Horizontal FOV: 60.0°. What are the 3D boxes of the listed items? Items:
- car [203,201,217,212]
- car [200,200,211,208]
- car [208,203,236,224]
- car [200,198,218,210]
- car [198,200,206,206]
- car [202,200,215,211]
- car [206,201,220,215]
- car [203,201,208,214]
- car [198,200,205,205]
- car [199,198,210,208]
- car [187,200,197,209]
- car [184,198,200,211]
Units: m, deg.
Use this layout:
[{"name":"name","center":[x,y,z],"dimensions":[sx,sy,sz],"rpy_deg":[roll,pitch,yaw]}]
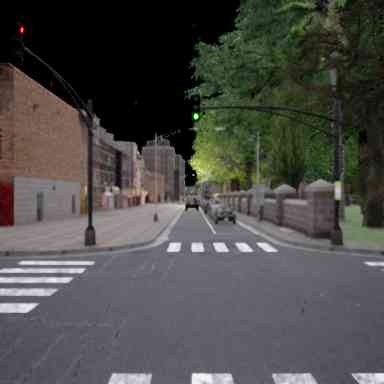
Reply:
[{"name":"car","center":[2.634,2.171,49.591],"dimensions":[1.752,1.417,4.829],"rpy_deg":[-1,-1,0]},{"name":"car","center":[2.635,2.343,65.772],"dimensions":[1.967,1.590,4.097],"rpy_deg":[-1,-1,0]},{"name":"car","center":[2.632,1.883,27.622],"dimensions":[2.008,1.369,4.403],"rpy_deg":[-1,-1,0]},{"name":"car","center":[2.629,1.877,43.975],"dimensions":[2.192,1.841,5.009],"rpy_deg":[-1,-1,0]},{"name":"car","center":[2.640,2.849,87.568],"dimensions":[1.947,1.339,4.313],"rpy_deg":[-1,-1,0]},{"name":"car","center":[2.633,2.168,54.873],"dimensions":[1.967,1.590,4.097],"rpy_deg":[-1,-1,0]},{"name":"car","center":[2.632,1.933,33.242],"dimensions":[1.752,1.417,4.829],"rpy_deg":[-1,-1,0]},{"name":"car","center":[2.633,2.032,38.523],"dimensions":[2.008,1.369,4.403],"rpy_deg":[-1,-1,0]},{"name":"car","center":[2.641,2.936,93.017],"dimensions":[2.008,1.369,4.403],"rpy_deg":[-1,-1,0]},{"name":"car","center":[2.633,2.309,71.224],"dimensions":[2.192,1.841,5.009],"rpy_deg":[-1,-1,0]},{"name":"car","center":[0.014,2.355,62.599],"dimensions":[1.837,1.490,4.892],"rpy_deg":[0,-1,0]},{"name":"car","center":[0.012,1.908,52.214],"dimensions":[2.150,2.045,5.566],"rpy_deg":[0,-1,0]}]
